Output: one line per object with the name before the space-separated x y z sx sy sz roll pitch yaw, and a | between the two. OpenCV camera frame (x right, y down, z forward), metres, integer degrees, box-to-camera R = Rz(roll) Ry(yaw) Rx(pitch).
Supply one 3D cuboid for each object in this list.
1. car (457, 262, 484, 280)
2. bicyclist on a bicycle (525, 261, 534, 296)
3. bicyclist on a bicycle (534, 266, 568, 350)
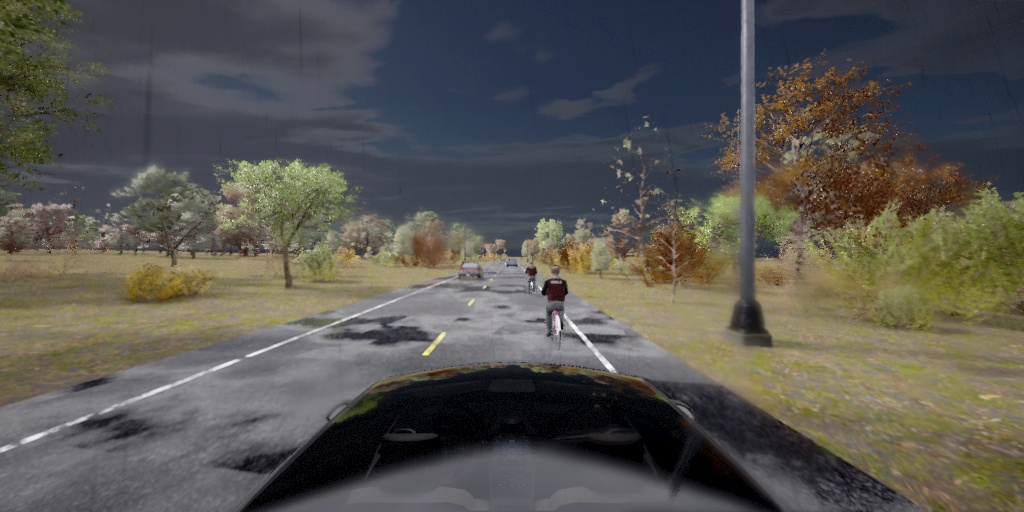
car | -3.598 1.282 31.732 1.812 1.442 4.674 0 0 0
bicyclist on a bicycle | 0.960 1.120 17.893 0.659 1.776 1.843 0 0 0
bicyclist on a bicycle | 0.961 1.119 8.152 0.659 1.776 1.843 0 0 0
